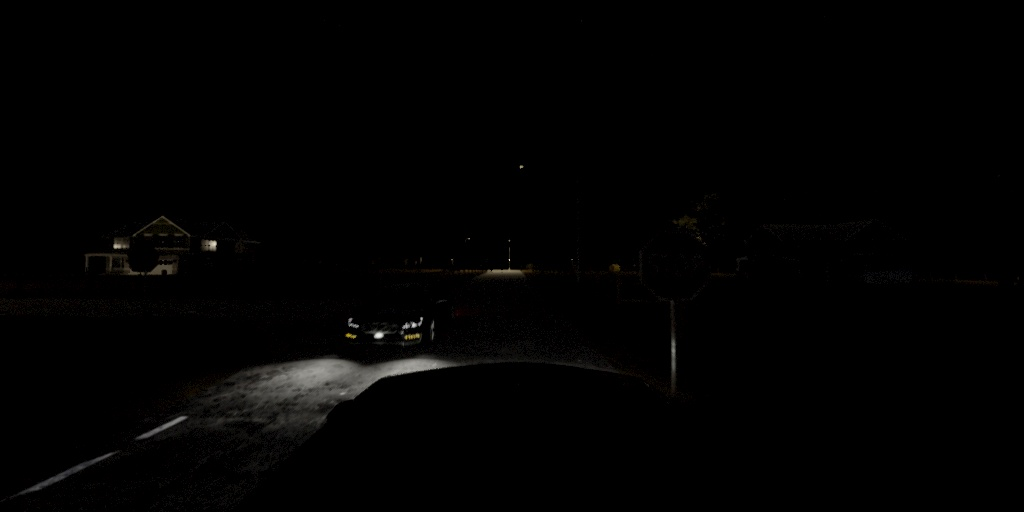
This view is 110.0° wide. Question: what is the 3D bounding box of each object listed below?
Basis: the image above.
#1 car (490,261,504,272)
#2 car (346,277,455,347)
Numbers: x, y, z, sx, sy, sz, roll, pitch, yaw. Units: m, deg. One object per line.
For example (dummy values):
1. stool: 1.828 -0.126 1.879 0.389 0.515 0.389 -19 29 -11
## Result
1. car: -2.727 1.862 64.775 2.150 2.045 5.566 0 -1 0
2. car: -2.741 1.379 9.822 1.837 1.490 4.892 0 0 0
